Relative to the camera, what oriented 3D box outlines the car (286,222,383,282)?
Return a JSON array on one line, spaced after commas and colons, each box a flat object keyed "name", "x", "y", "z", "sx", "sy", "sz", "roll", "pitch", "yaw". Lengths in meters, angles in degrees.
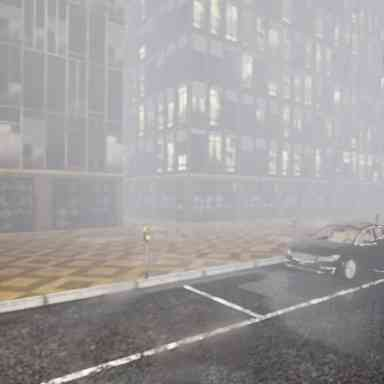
[{"name": "car", "x": 4.635, "y": 1.598, "z": 9.861, "sx": 4.403, "sy": 1.369, "sz": 2.008, "roll": 0, "pitch": 0, "yaw": -35}]
